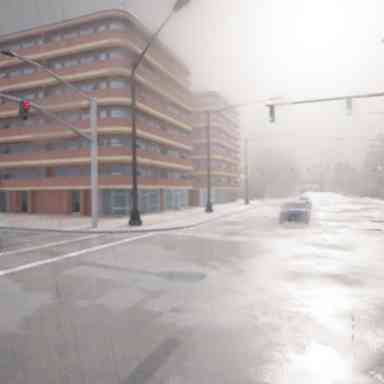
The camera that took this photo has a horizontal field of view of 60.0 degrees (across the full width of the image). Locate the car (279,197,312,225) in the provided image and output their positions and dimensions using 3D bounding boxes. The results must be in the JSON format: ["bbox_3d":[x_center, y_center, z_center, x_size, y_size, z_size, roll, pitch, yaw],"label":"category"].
[{"bbox_3d":[7.280,1.374,23.513,1.882,1.535,5.008,-1,0,20],"label":"car"}]
